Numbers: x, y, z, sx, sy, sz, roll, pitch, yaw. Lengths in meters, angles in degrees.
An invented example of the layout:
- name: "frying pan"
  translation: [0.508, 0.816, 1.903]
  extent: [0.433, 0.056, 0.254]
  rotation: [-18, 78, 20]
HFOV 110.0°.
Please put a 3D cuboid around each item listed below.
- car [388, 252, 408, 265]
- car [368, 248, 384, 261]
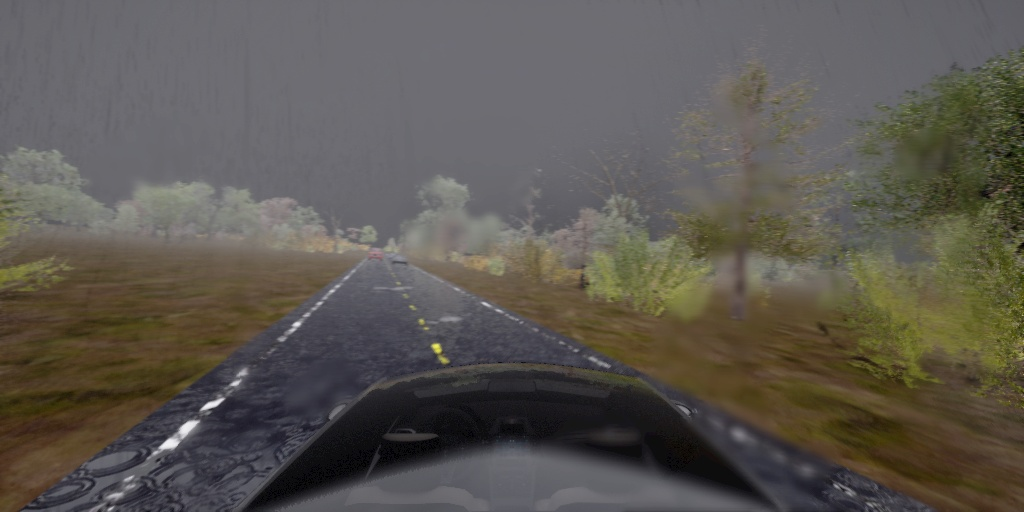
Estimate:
- name: "car"
  translation: [-15.467, 0.449, 49.268]
  extent: [1.994, 1.385, 4.181]
  rotation: [4, 0, -21]
- name: "car"
  translation: [-21.853, -0.292, 57.506]
  extent: [2.150, 2.045, 5.566]
  rotation: [4, 0, -20]
